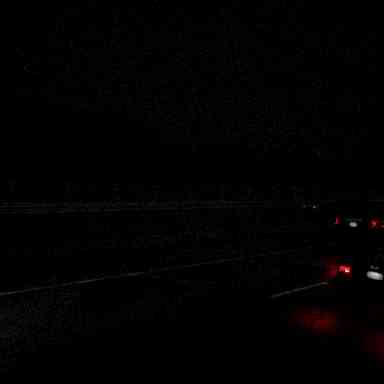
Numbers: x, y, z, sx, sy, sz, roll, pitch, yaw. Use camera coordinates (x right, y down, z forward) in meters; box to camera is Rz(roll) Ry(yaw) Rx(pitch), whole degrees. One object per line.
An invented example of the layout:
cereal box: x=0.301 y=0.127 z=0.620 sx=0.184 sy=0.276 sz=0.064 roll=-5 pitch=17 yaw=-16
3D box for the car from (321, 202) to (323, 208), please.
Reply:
car: x=16.618 y=1.789 z=36.618 sx=4.181 sy=1.385 sz=1.994 roll=1 pitch=0 yaw=-34

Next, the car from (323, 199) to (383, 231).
car: x=8.088 y=1.298 z=13.663 sx=5.566 sy=2.045 sz=2.150 roll=0 pitch=0 yaw=-35

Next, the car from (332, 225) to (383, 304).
car: x=5.400 y=1.593 z=7.531 sx=5.357 sy=1.411 sz=2.033 roll=0 pitch=0 yaw=-35

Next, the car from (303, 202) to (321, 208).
car: x=15.487 y=1.831 z=40.077 sx=4.718 sy=1.301 sz=1.895 roll=1 pitch=0 yaw=-34
